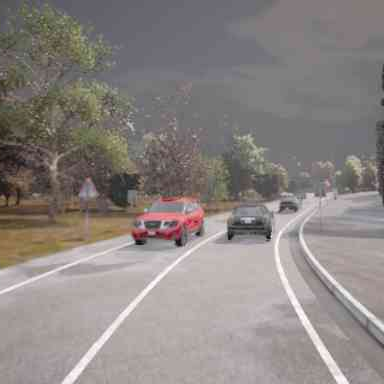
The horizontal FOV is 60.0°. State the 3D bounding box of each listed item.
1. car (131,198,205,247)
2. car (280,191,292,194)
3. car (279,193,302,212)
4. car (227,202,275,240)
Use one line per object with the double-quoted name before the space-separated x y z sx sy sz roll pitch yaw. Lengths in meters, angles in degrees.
"car" -0.906 1.316 16.019 2.150 2.045 5.566 -1 -1 15
"car" 15.187 0.501 53.318 1.812 1.442 4.674 -2 1 25
"car" 10.322 1.258 34.836 1.837 1.490 4.892 -2 1 25
"car" 3.211 1.388 17.468 2.097 1.767 4.553 -1 0 17
